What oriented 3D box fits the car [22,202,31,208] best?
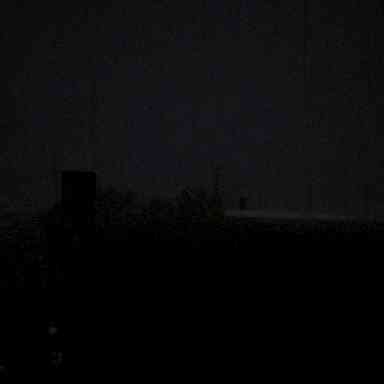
[{"bbox_3d":[-42.404,3.392,85.148,1.882,1.535,5.008,2,-2,-26],"label":"car"}]

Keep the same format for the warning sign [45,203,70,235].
[{"bbox_3d":[-8.142,1.578,20.100,1.300,1.860,1.060,2,-2,-26],"label":"warning sign"}]
